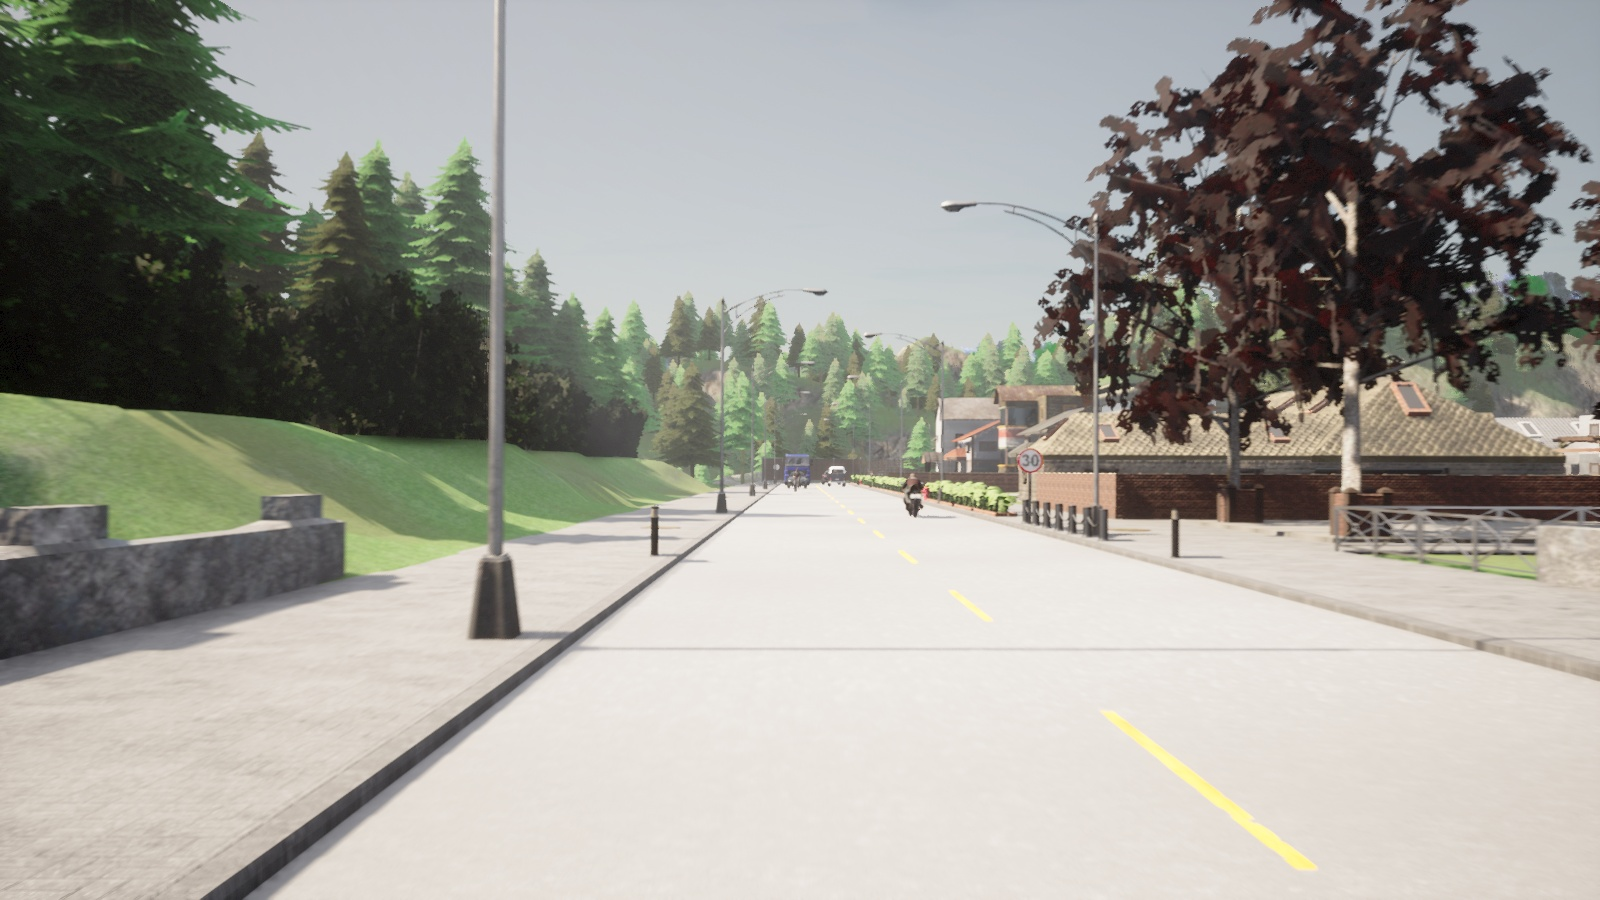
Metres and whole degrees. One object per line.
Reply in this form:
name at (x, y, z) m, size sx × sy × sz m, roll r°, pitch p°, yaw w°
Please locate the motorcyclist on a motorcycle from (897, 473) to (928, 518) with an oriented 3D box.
motorcyclist on a motorcycle at (3.895, 1.560, 43.511) m, size 0.866 × 1.530 × 2.191 m, roll 0°, pitch -1°, yaw 0°
